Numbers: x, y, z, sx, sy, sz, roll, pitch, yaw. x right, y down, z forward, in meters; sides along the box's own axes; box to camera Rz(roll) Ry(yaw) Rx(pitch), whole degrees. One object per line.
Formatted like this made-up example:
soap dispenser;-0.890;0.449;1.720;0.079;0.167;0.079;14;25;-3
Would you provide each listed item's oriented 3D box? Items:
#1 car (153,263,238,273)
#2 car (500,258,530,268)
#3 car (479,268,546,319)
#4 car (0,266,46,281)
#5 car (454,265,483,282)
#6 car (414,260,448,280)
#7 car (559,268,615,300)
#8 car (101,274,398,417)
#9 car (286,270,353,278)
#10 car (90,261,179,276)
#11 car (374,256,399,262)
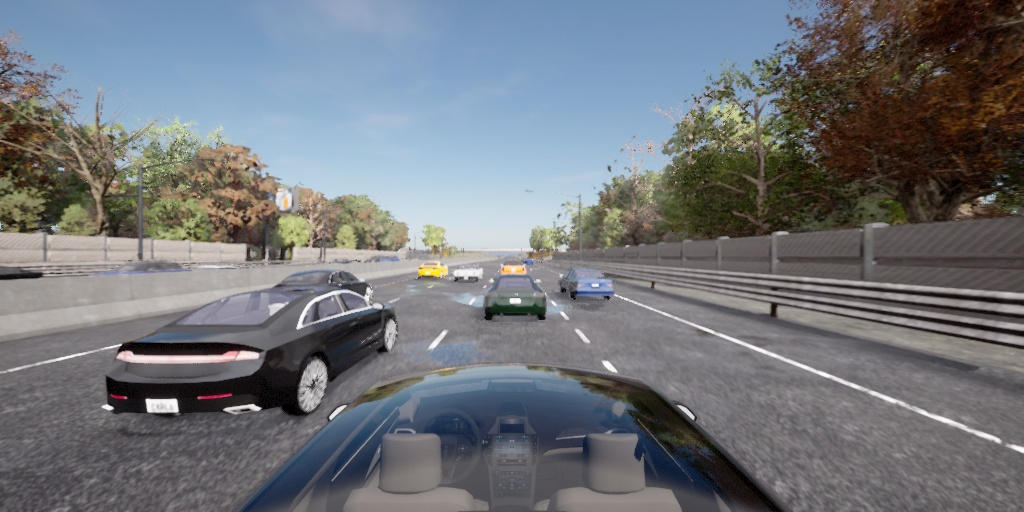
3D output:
car;-17.596;1.266;20.967;1.812;1.442;4.674;0;0;0
car;0.104;1.088;29.803;2.097;1.767;4.553;0;0;0
car;0.102;1.308;12.720;1.994;1.385;4.181;0;0;0
car;-28.096;1.220;18.689;1.882;1.535;5.008;0;0;0
car;-3.392;1.338;28.712;1.895;1.301;4.718;0;0;0
car;-6.891;1.214;31.737;1.882;1.535;5.008;0;0;0
car;3.513;1.287;17.709;2.033;1.411;5.357;0;0;0
car;-3.398;1.239;5.908;2.128;1.511;4.902;0;0;0
car;-6.898;1.248;13.507;1.837;1.490;4.892;0;0;0
car;-21.095;1.093;20.391;2.097;1.767;4.553;0;0;0
car;-21.008;0.958;61.324;2.150;2.045;5.566;0;0;0
